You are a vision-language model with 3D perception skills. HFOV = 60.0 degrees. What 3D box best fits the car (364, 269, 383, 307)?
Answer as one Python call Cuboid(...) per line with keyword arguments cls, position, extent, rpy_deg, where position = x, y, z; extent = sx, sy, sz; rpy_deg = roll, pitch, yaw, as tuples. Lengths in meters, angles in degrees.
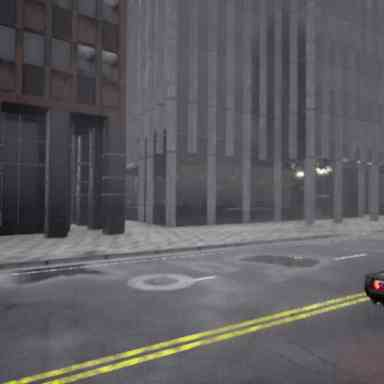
Cuboid(cls="car", position=(5.596, 1.708, 6.534), extent=(4.718, 1.301, 1.895), rpy_deg=(1, -1, -31))
